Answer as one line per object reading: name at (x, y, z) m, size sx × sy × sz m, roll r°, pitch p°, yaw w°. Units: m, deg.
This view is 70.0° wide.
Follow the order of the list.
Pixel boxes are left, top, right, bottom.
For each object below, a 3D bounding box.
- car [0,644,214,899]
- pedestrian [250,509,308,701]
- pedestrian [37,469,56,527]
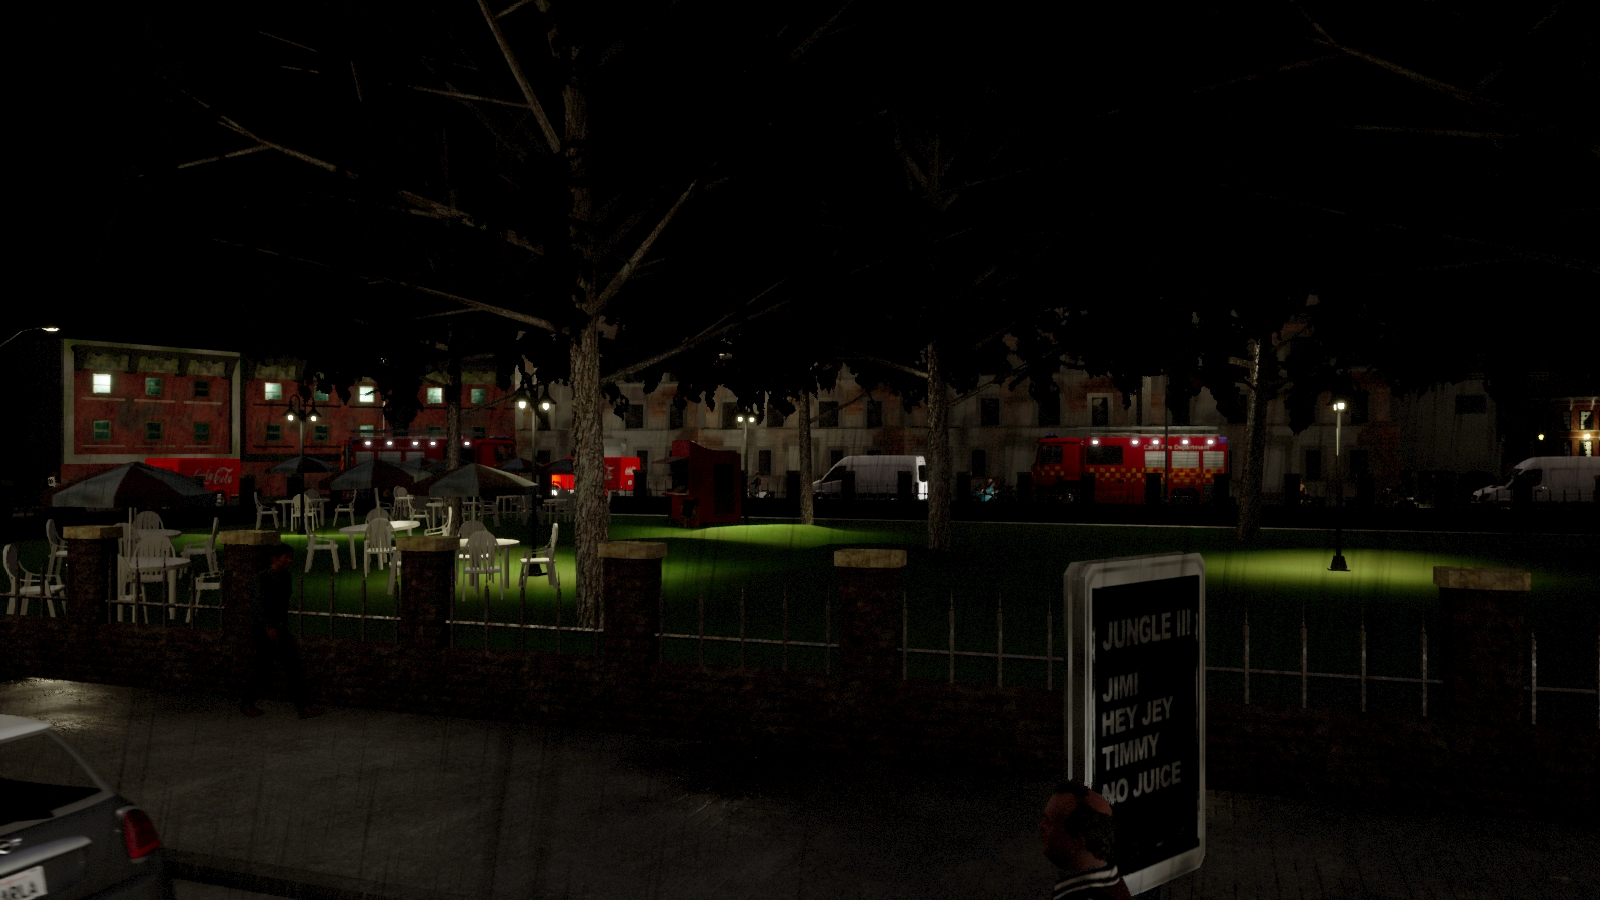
car at (-5.205, 1.848, 5.724) m, size 3.806 × 1.475 × 1.970 m, roll 0°, pitch 0°, yaw 20°
pedestrian at (-5.212, 1.529, 11.429) m, size 0.375 × 1.860 × 0.375 m, roll 0°, pitch 0°, yaw 20°
pedestrian at (-24.254, 1.539, 36.778) m, size 0.375 × 1.860 × 0.375 m, roll 0°, pitch 0°, yaw 5°
